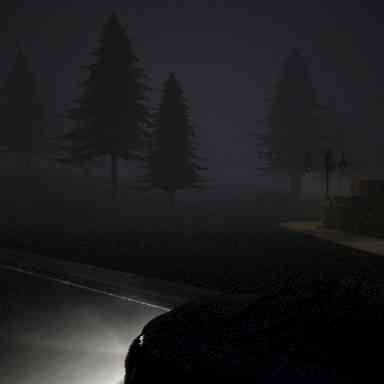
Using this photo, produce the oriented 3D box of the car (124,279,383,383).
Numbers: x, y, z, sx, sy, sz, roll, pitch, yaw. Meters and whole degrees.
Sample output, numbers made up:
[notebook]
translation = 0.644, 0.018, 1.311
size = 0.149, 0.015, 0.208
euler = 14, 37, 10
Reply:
[car]
translation = 1.348, 1.563, 3.022
size = 4.181, 1.385, 1.994
euler = 0, 0, 36
